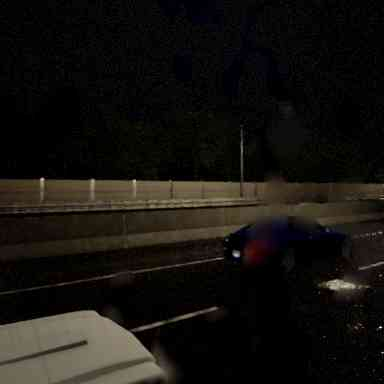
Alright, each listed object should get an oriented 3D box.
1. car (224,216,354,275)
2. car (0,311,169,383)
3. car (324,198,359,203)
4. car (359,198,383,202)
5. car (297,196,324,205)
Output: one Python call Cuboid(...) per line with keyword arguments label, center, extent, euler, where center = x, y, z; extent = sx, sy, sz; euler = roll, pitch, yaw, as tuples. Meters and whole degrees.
Cuboid(label="car", center=(3.059, 1.464, 10.227), extent=(4.674, 1.442, 1.812), euler=(-1, 0, -35))
Cuboid(label="car", center=(-2.425, 1.608, 2.017), extent=(4.718, 1.301, 1.895), euler=(-1, 0, -35))
Cuboid(label="car", center=(17.692, 1.329, 38.095), extent=(4.718, 1.301, 1.895), euler=(-1, 0, -35))
Cuboid(label="car", center=(20.402, 1.323, 35.729), extent=(4.718, 1.301, 1.895), euler=(-1, 0, -35))
Cuboid(label="car", center=(14.751, 1.262, 40.293), extent=(4.674, 1.442, 1.812), euler=(-1, 0, -35))
